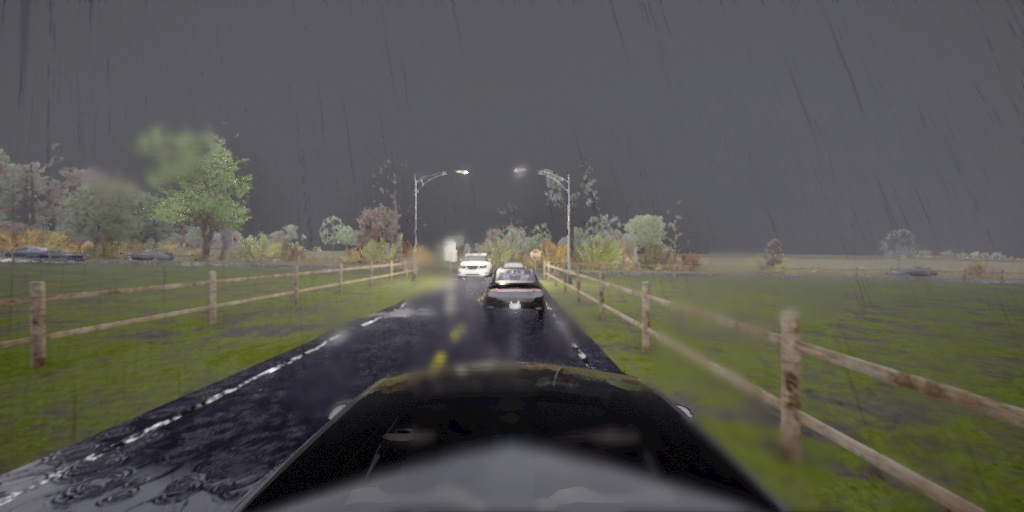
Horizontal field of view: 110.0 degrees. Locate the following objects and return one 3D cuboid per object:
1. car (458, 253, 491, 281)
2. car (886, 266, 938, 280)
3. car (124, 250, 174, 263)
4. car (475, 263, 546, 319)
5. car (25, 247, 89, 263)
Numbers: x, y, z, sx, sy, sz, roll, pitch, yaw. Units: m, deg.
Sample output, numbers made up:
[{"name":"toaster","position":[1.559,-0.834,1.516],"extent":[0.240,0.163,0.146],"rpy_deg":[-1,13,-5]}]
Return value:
[{"name":"car","position":[-2.772,0.784,28.069],"extent":[2.150,2.045,5.566],"rpy_deg":[0,0,0]},{"name":"car","position":[47.595,1.973,42.683],"extent":[4.902,1.511,2.128],"rpy_deg":[1,1,0]},{"name":"car","position":[-43.308,0.022,42.765],"extent":[4.902,1.511,2.128],"rpy_deg":[1,1,1]},{"name":"car","position":[0.101,1.163,12.436],"extent":[2.128,1.511,4.902],"rpy_deg":[0,1,0]},{"name":"car","position":[-50.407,0.030,39.992],"extent":[4.718,1.301,1.895],"rpy_deg":[1,1,0]}]
